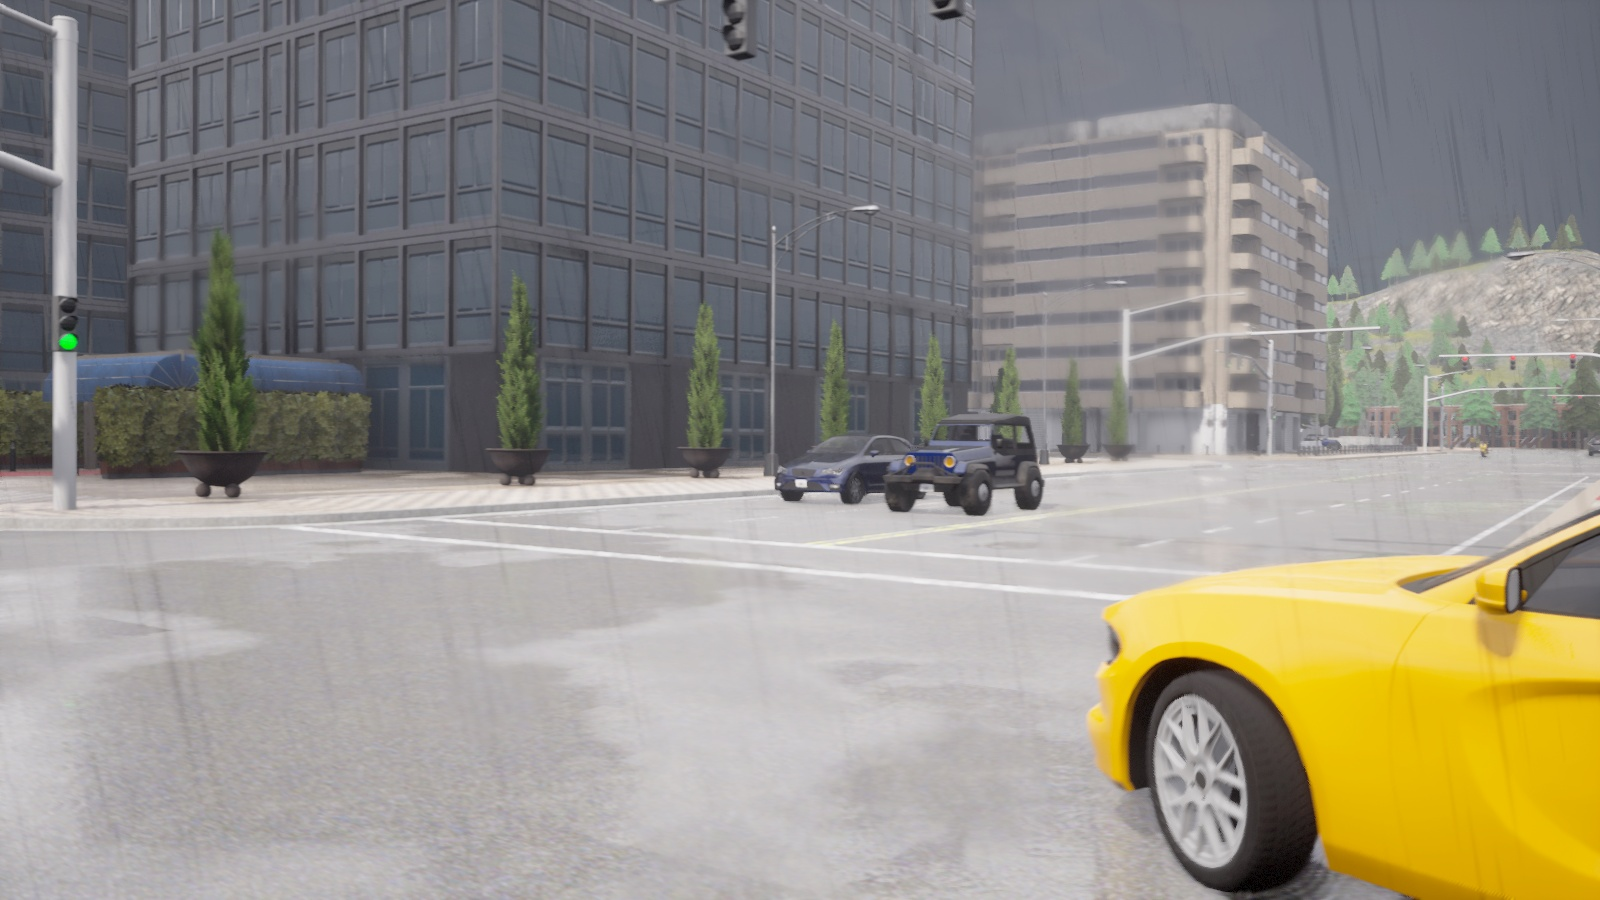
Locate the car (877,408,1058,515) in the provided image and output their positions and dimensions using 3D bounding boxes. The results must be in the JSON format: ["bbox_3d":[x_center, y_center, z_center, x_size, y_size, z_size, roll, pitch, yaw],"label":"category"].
[{"bbox_3d":[3.308,0.167,24.202,1.905,1.878,3.866,0,1,34],"label":"car"}]

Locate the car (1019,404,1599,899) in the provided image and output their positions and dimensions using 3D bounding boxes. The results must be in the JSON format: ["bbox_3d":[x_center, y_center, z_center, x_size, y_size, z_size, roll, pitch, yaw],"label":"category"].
[{"bbox_3d":[3.005,0.637,3.245,1.882,1.535,5.008,-1,1,-33],"label":"car"}]

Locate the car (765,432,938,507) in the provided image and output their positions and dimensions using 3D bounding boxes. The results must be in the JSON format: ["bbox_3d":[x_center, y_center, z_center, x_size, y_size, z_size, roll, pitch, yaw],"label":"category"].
[{"bbox_3d":[1.215,0.361,27.351,1.816,1.474,4.193,0,1,34],"label":"car"}]
